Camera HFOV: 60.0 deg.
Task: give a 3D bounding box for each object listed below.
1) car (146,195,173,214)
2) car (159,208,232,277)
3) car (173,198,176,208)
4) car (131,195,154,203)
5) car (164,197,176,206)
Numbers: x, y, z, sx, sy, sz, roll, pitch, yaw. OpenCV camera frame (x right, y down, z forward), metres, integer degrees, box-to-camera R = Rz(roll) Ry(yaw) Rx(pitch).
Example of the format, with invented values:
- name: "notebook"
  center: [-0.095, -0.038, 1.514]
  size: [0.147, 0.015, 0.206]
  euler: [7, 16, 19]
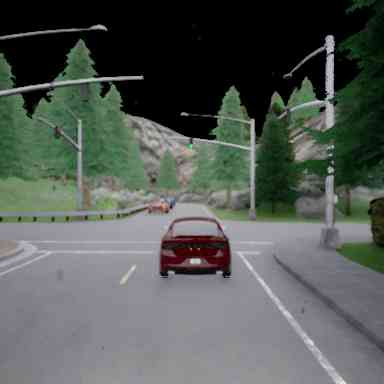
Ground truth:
- name: "car"
  center: [-3.597, 1.405, 36.757]
  size: [2.097, 1.767, 4.553]
  euler: [0, 0, 0]
- name: "car"
  center: [0.104, 1.493, 10.348]
  size: [1.882, 1.535, 5.008]
  euler: [0, 0, 1]
- name: "car"
  center: [-3.586, 1.543, 45.894]
  size: [1.882, 1.535, 5.008]
  euler: [0, 0, 0]
- name: "car"
  center: [-11.018, 1.461, 73.792]
  size: [4.553, 1.767, 2.097]
  euler: [0, 0, 24]
- name: "car"
  center: [-3.813, 1.558, 56.067]
  size: [1.882, 1.535, 5.008]
  euler: [0, 0, -6]
